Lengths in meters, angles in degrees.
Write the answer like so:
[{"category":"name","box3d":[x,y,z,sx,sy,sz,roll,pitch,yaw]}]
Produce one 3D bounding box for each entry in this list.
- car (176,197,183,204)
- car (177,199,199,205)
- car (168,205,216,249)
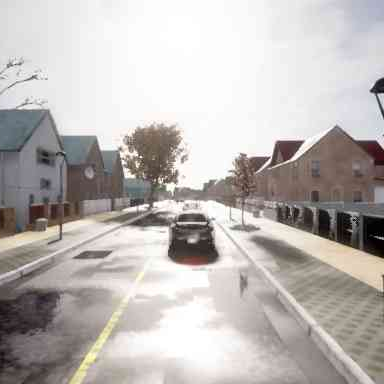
[{"category":"car","box3d":[-2.750,1.930,76.754,2.128,1.511,4.902,0,-1,0]},{"category":"car","box3d":[0.000,1.636,29.651,2.033,1.411,5.357,0,0,0]},{"category":"car","box3d":[0.000,1.539,14.649,1.837,1.490,4.892,0,0,0]}]
